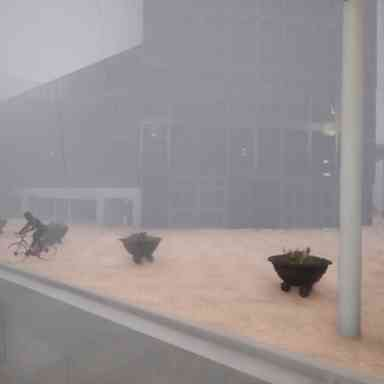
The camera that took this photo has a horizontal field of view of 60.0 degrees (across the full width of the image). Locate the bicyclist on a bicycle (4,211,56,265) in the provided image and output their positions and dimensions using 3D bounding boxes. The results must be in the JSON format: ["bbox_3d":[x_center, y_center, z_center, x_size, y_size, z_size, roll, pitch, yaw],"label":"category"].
[{"bbox_3d":[-5.078,1.442,10.568,0.582,1.620,1.656,0,-2,39],"label":"bicyclist on a bicycle"}]
